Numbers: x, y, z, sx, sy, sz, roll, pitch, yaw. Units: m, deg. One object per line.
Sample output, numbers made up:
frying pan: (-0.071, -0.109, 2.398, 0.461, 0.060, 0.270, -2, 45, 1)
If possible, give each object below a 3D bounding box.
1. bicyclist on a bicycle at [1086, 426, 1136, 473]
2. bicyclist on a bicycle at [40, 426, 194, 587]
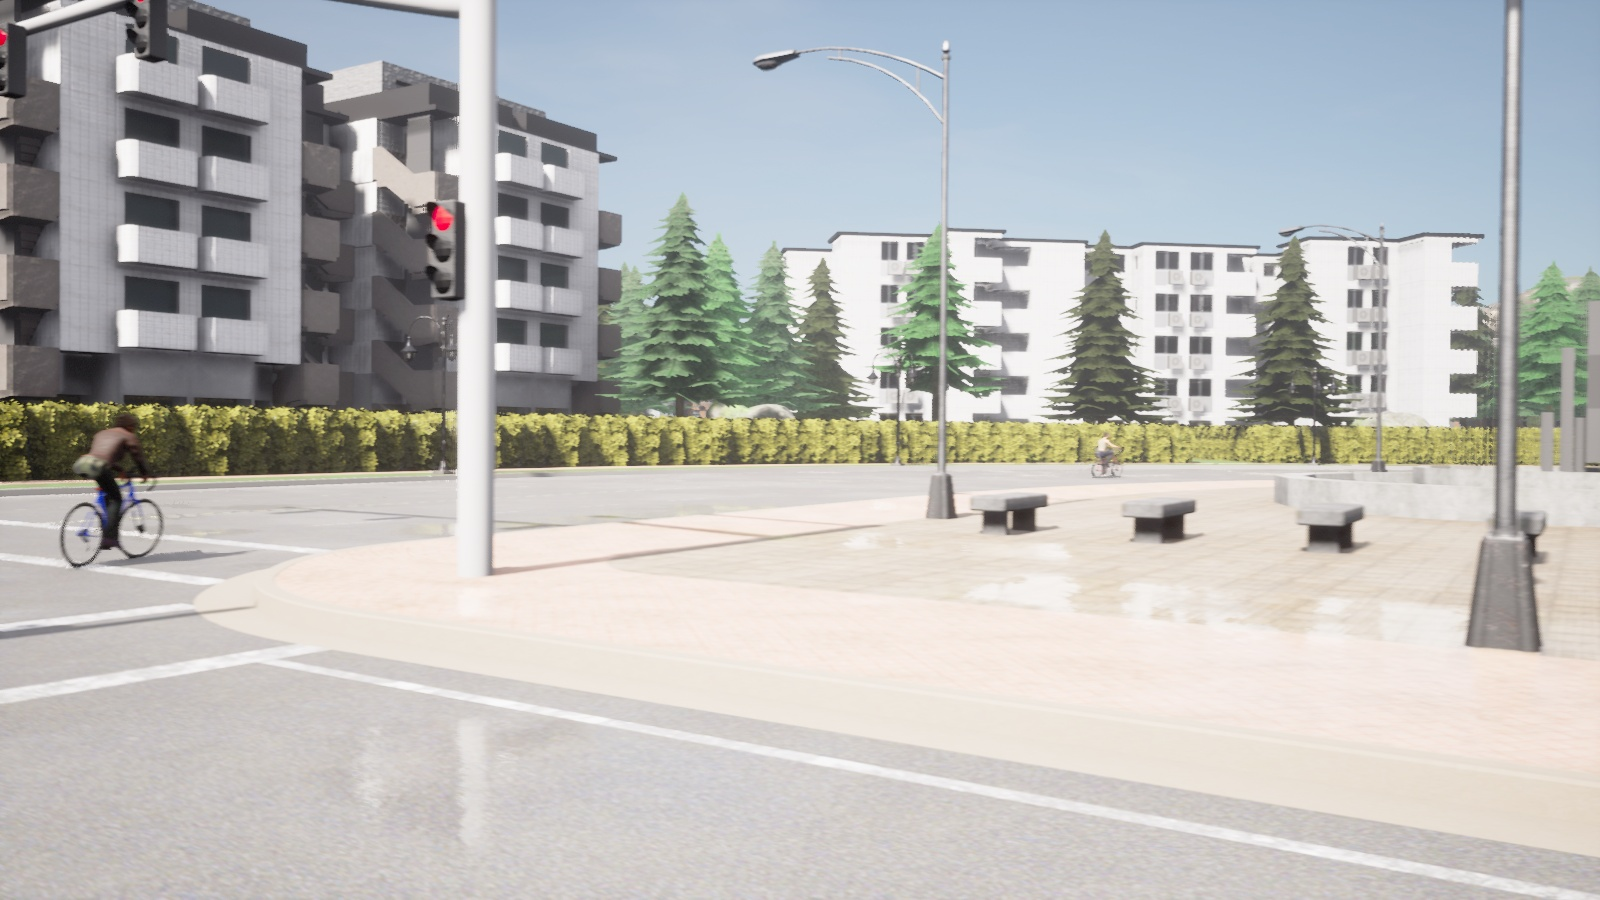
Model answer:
bicyclist on a bicycle: (10.787, -0.024, 43.527, 1.509, 1.612, 0.866, -1, 1, -33)
bicyclist on a bicycle: (-7.363, 0.565, 13.625, 0.582, 1.620, 1.656, 2, 1, 7)
